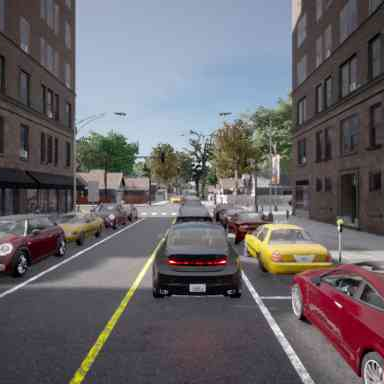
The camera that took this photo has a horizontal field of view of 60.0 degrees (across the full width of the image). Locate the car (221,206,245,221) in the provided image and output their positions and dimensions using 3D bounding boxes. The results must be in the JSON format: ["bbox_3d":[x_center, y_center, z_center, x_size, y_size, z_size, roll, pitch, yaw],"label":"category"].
[{"bbox_3d":[2.648,1.550,15.494,1.887,1.381,4.507,0,0,0],"label":"car"}]

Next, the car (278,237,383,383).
[{"bbox_3d":[2.638,1.582,4.457,1.802,1.307,4.206,0,0,0],"label":"car"}]

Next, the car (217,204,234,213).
[{"bbox_3d":[2.653,1.590,21.012,1.802,1.307,4.206,0,0,0],"label":"car"}]

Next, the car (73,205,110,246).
[{"bbox_3d":[-5.378,1.530,15.328,1.752,1.417,4.829,0,0,0],"label":"car"}]

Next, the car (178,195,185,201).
[{"bbox_3d":[-3.018,1.628,93.887,1.812,1.442,4.674,0,0,0],"label":"car"}]

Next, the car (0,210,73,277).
[{"bbox_3d":[-5.382,1.442,9.980,1.967,1.590,4.097,0,0,0],"label":"car"}]

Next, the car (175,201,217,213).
[{"bbox_3d":[0.113,1.484,17.979,1.882,1.535,5.008,0,0,0],"label":"car"}]

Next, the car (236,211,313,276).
[{"bbox_3d":[2.643,1.528,10.146,1.752,1.417,4.829,0,0,0],"label":"car"}]

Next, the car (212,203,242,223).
[{"bbox_3d":[2.658,1.577,26.531,1.947,1.339,4.313,0,0,0],"label":"car"}]

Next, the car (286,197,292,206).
[{"bbox_3d":[16.876,1.137,49.490,5.566,2.045,2.150,0,0,0],"label":"car"}]

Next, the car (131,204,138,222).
[{"bbox_3d":[-5.368,1.593,26.536,1.802,1.307,4.206,0,0,0],"label":"car"}]

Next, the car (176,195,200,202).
[{"bbox_3d":[0.022,1.364,27.034,2.097,1.767,4.553,0,0,0],"label":"car"}]

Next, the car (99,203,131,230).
[{"bbox_3d":[-5.373,1.448,21.017,1.967,1.590,4.097,0,0,0],"label":"car"}]

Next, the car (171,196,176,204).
[{"bbox_3d":[-3.016,1.533,63.881,1.882,1.535,5.008,0,0,0],"label":"car"}]

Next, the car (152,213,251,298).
[{"bbox_3d":[0.108,1.507,8.495,1.837,1.490,4.892,0,0,0],"label":"car"}]

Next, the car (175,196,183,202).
[{"bbox_3d":[-2.992,1.606,78.905,1.812,1.442,4.674,0,0,0],"label":"car"}]
